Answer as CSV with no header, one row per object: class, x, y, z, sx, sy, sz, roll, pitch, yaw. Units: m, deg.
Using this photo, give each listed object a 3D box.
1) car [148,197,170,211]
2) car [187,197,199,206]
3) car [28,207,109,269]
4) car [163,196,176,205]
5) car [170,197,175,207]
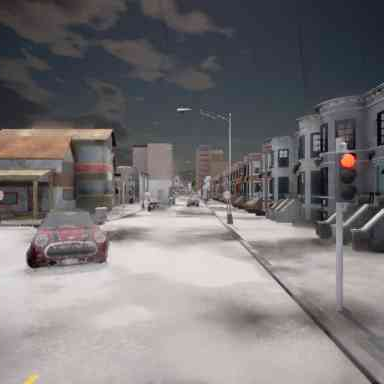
car,-4.049,1.564,39.509,1.994,1.385,4.181,0,0,0
car,0.180,1.547,54.408,2.033,1.411,5.357,0,0,0
car,-4.189,1.352,11.374,2.097,1.767,4.553,-1,0,-22
car,-3.971,1.547,59.904,2.033,1.411,5.357,0,0,1
car,-4.023,1.505,49.454,1.837,1.490,4.892,0,0,0
